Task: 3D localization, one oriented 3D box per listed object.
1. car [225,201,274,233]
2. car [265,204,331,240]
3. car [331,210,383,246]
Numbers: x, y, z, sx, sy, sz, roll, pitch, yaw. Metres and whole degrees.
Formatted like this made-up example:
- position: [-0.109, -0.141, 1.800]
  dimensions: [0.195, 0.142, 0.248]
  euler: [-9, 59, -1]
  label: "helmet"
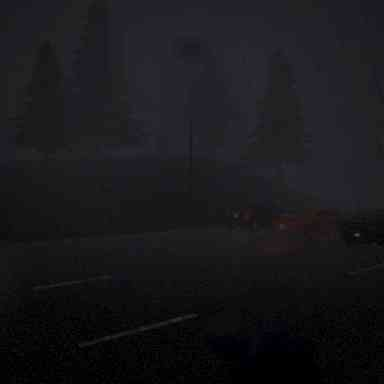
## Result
- position: [4.196, 1.363, 19.760]
  dimensions: [4.553, 1.767, 2.097]
  euler: [0, 0, -35]
  label: "car"
- position: [6.253, 1.482, 16.928]
  dimensions: [5.008, 1.535, 1.882]
  euler: [0, 0, -35]
  label: "car"
- position: [8.285, 1.482, 14.078]
  dimensions: [5.008, 1.535, 1.882]
  euler: [0, 0, -35]
  label: "car"
